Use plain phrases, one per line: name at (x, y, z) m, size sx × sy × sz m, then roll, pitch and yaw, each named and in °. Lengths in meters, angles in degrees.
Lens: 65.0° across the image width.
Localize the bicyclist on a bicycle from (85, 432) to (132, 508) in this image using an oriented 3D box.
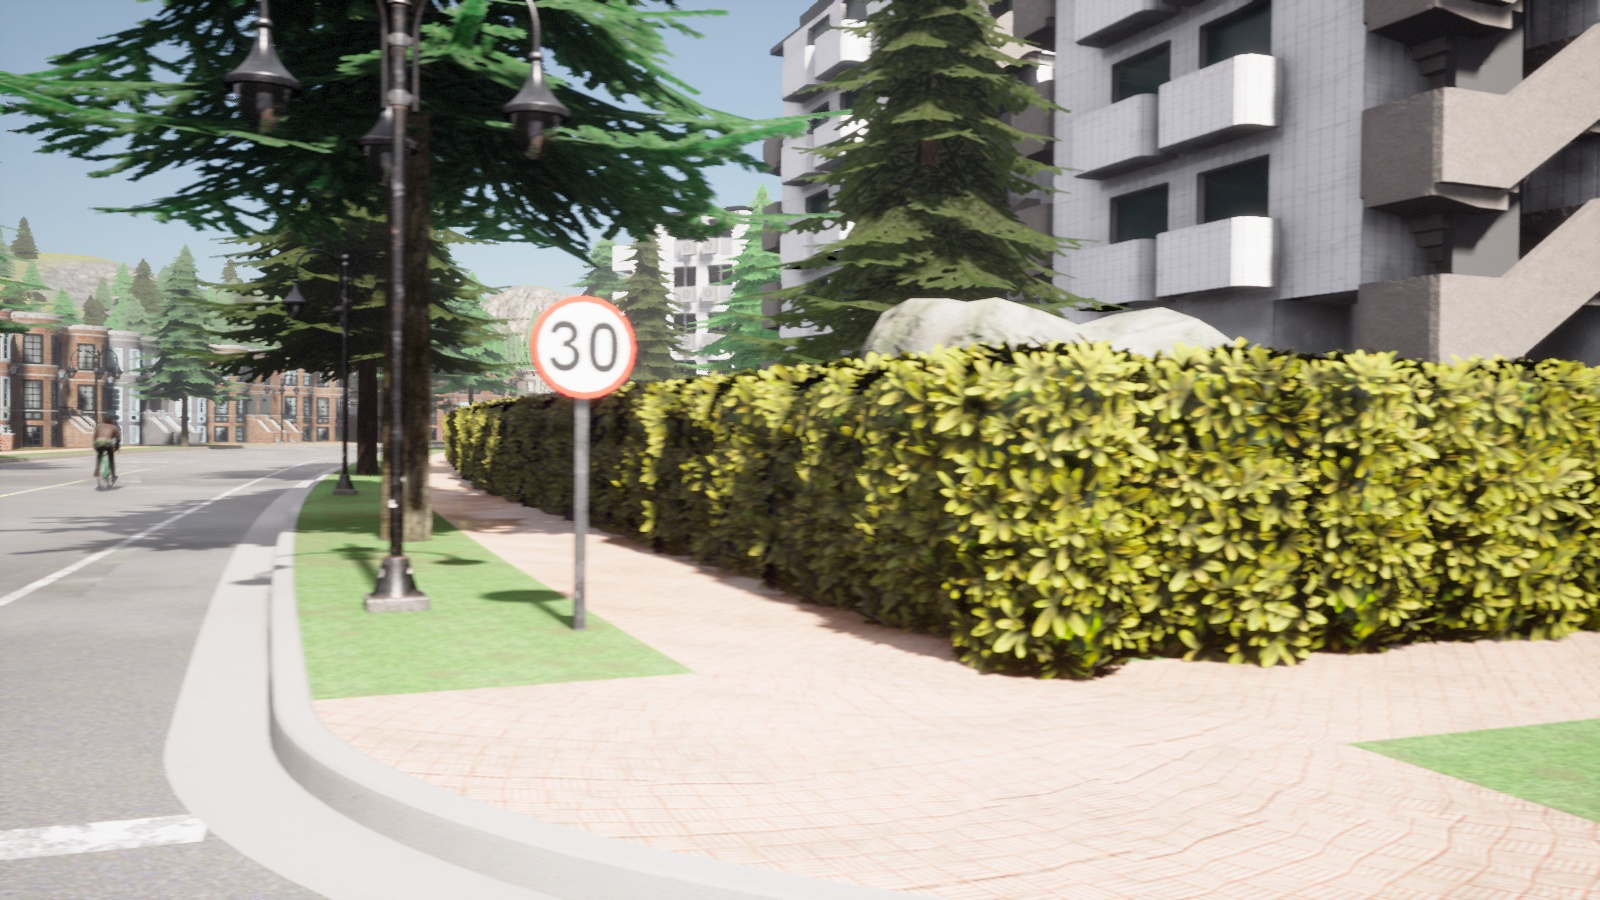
bicyclist on a bicycle at (-15.238, 0.426, 27.699) m, size 0.582 × 1.620 × 1.656 m, roll -1°, pitch 1°, yaw -18°
